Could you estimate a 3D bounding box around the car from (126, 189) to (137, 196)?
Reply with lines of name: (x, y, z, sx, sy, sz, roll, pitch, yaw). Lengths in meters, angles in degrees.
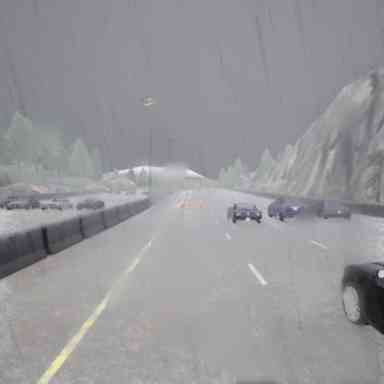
car: (-14.007, 0.063, 76.791, 2.033, 1.411, 5.357, 0, 2, 0)

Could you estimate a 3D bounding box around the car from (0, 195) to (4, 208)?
car: (-21.088, 1.136, 37.443, 1.837, 1.490, 4.892, 0, 1, 0)

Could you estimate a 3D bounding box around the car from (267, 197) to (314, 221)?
car: (7.097, 1.162, 24.977, 2.097, 1.767, 4.553, 0, 1, 0)

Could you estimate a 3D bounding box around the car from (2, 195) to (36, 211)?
car: (-17.596, 1.234, 35.048, 1.994, 1.385, 4.181, 0, 1, 0)

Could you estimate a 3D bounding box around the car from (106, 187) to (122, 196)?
car: (-17.507, 0.048, 76.790, 2.128, 1.511, 4.902, 0, 2, 0)

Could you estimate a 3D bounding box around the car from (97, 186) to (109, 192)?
car: (-21.007, -0.534, 78.977, 2.150, 2.045, 5.566, 0, 2, 0)

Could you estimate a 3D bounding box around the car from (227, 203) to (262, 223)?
car: (3.597, 1.427, 23.604, 1.895, 1.301, 4.718, 0, 1, 0)

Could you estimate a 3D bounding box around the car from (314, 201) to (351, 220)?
car: (10.598, 1.363, 25.926, 1.994, 1.385, 4.181, 0, 1, 0)

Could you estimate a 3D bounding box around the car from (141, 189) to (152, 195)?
car: (-10.507, 0.076, 76.791, 1.994, 1.385, 4.181, 0, 2, 0)

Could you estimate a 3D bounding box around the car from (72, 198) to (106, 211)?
car: (-10.599, 1.272, 34.991, 1.895, 1.301, 4.718, 0, 1, 0)

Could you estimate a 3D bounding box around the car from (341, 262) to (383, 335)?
car: (3.599, 1.463, 3.974, 1.882, 1.535, 5.008, 0, 0, 0)

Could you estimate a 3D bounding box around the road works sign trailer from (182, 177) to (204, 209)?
road works sign trailer: (-0.014, 0.068, 38.957, 2.380, 3.560, 2.880, 0, 1, 0)

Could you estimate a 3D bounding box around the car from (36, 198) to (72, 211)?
car: (-14.099, 1.272, 34.991, 1.895, 1.301, 4.718, 0, 1, 0)
